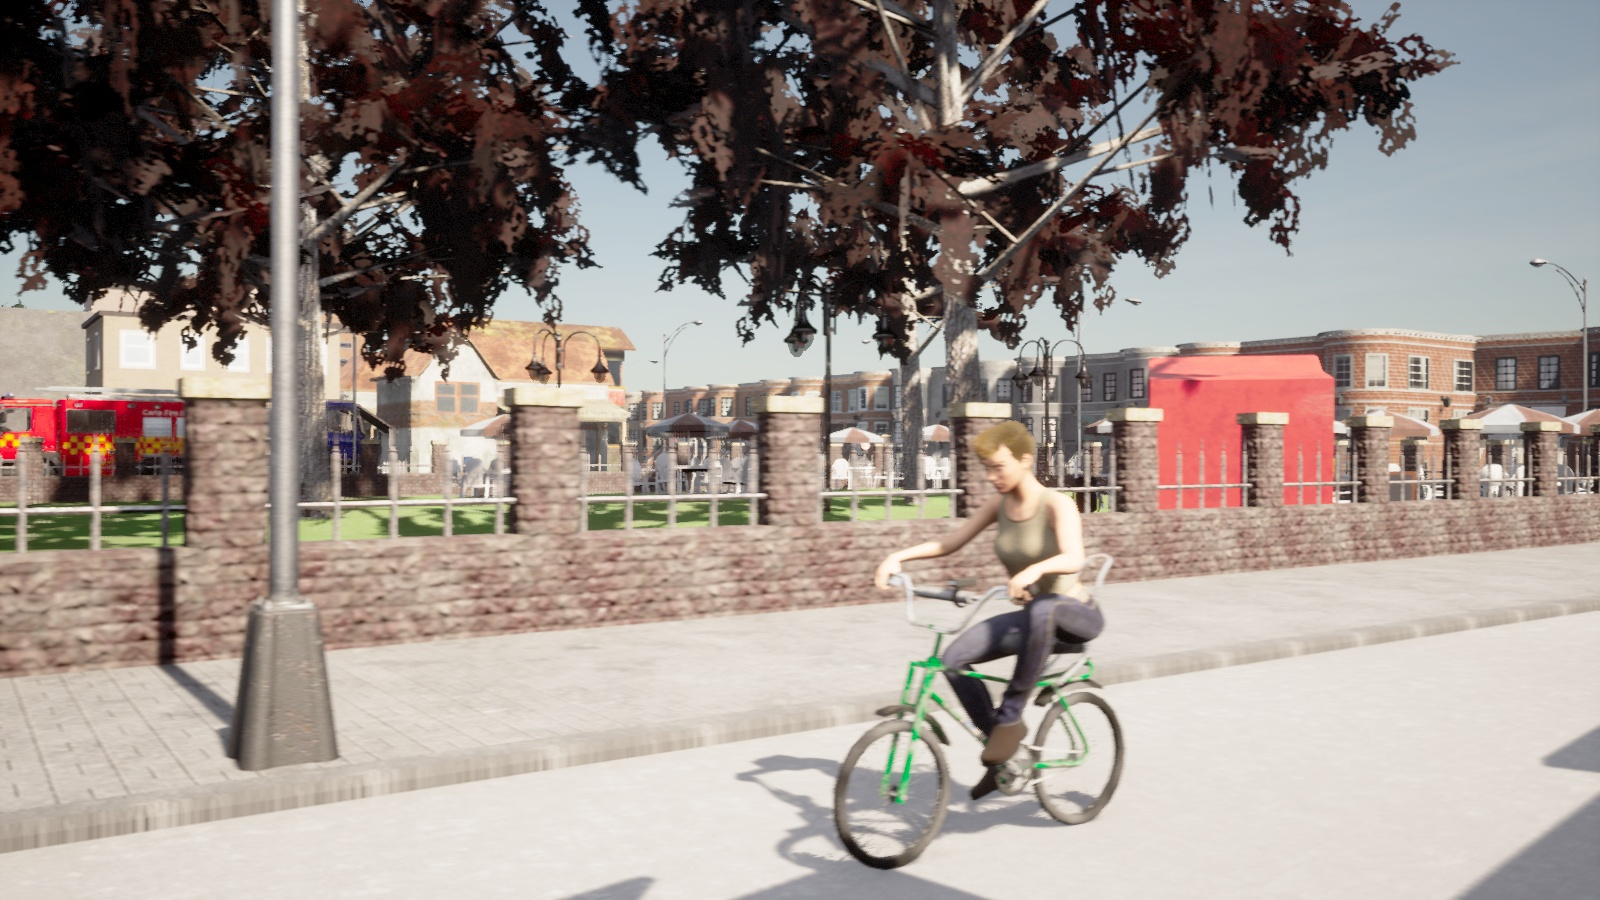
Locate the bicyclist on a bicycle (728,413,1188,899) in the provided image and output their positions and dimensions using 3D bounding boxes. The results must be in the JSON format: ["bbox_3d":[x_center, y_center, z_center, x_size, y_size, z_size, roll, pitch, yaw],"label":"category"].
[{"bbox_3d":[0.604,0.692,4.689,1.509,1.612,0.866,0,0,-35],"label":"bicyclist on a bicycle"}]

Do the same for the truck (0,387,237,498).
[{"bbox_3d":[-25.686,-0.252,46.423,8.468,3.827,2.891,0,0,-35],"label":"truck"}]

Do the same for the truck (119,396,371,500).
[{"bbox_3d":[-20.013,-0.081,45.496,7.936,3.462,2.891,0,0,-35],"label":"truck"}]
